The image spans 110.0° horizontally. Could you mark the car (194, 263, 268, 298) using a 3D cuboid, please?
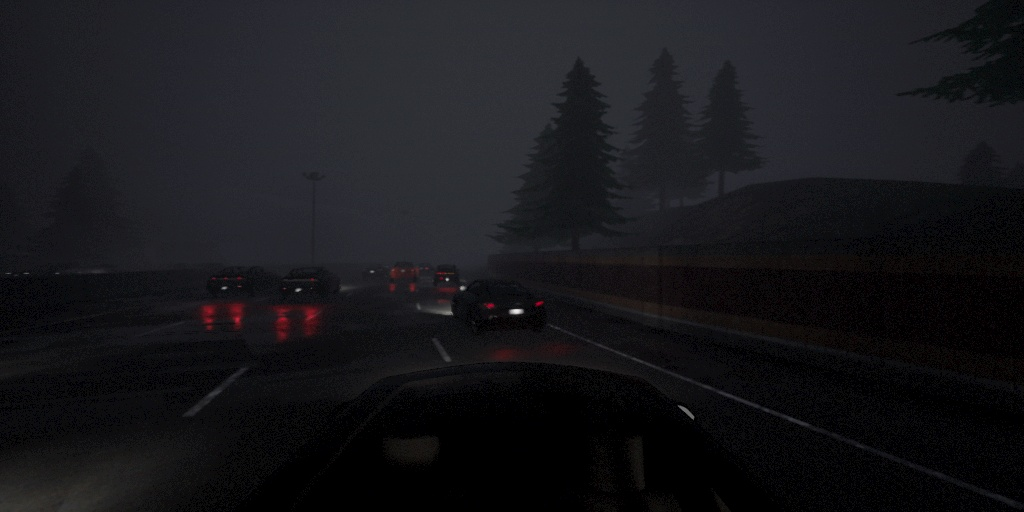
[{"bbox_3d":[-13.820,1.281,18.849,2.128,1.511,4.902,0,0,-14],"label":"car"}]

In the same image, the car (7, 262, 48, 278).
[{"bbox_3d":[-37.440,1.233,29.204,1.837,1.490,4.892,0,-1,-8],"label":"car"}]

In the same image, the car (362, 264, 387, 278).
[{"bbox_3d":[-13.434,1.473,35.747,1.994,1.385,4.181,0,0,-8],"label":"car"}]

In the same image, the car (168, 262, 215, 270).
[{"bbox_3d":[-27.215,1.310,31.774,1.837,1.490,4.892,0,-1,-8],"label":"car"}]

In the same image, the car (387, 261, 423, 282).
[{"bbox_3d":[-9.264,1.254,31.375,2.097,1.767,4.553,0,0,-10],"label":"car"}]

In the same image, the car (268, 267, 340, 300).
[{"bbox_3d":[-10.029,1.298,18.089,2.128,1.511,4.902,0,0,-15],"label":"car"}]

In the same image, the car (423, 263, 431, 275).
[{"bbox_3d":[-10.794,1.532,44.390,2.033,1.411,5.357,0,0,-5],"label":"car"}]

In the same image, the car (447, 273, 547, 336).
[{"bbox_3d":[-0.555,1.374,10.864,1.994,1.385,4.181,0,0,-19],"label":"car"}]

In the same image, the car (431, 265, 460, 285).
[{"bbox_3d":[-5.077,1.406,27.753,1.837,1.490,4.892,0,0,-12],"label":"car"}]

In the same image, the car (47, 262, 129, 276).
[{"bbox_3d":[-33.893,1.273,29.140,1.812,1.442,4.674,0,0,-8],"label":"car"}]

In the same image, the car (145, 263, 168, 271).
[{"bbox_3d":[-30.866,1.314,32.618,1.812,1.442,4.674,0,-1,-7],"label":"car"}]
